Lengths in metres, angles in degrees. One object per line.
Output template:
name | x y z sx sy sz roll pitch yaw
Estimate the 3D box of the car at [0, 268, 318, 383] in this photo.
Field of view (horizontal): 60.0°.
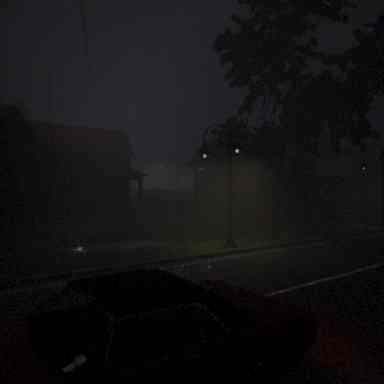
car | -0.914 1.599 3.324 4.718 1.301 1.895 0 0 -35
